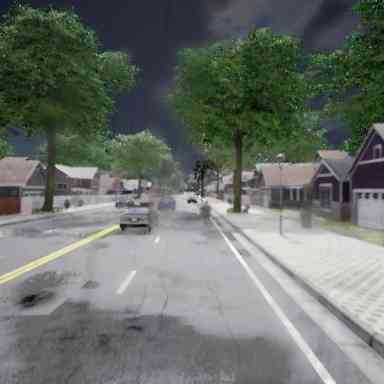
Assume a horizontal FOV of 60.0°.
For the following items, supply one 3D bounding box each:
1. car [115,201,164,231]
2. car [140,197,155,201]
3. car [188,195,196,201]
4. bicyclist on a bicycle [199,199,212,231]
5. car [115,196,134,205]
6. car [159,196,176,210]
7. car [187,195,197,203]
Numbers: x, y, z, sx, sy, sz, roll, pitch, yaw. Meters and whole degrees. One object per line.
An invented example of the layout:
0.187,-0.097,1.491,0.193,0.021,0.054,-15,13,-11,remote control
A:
-3.143,1.543,20.564,2.033,1.411,5.357,0,0,0,car
-6.543,1.467,48.806,1.882,1.535,5.008,0,0,0,car
0.023,1.544,83.811,2.033,1.411,5.357,0,0,0,car
0.899,1.366,19.667,0.659,1.776,1.843,0,0,0,bicyclist on a bicycle
-9.793,1.342,48.542,2.097,1.767,4.553,0,0,0,car
-3.138,1.343,42.626,2.097,1.767,4.553,0,0,0,car
0.039,1.590,66.716,1.895,1.301,4.718,0,0,1,car
